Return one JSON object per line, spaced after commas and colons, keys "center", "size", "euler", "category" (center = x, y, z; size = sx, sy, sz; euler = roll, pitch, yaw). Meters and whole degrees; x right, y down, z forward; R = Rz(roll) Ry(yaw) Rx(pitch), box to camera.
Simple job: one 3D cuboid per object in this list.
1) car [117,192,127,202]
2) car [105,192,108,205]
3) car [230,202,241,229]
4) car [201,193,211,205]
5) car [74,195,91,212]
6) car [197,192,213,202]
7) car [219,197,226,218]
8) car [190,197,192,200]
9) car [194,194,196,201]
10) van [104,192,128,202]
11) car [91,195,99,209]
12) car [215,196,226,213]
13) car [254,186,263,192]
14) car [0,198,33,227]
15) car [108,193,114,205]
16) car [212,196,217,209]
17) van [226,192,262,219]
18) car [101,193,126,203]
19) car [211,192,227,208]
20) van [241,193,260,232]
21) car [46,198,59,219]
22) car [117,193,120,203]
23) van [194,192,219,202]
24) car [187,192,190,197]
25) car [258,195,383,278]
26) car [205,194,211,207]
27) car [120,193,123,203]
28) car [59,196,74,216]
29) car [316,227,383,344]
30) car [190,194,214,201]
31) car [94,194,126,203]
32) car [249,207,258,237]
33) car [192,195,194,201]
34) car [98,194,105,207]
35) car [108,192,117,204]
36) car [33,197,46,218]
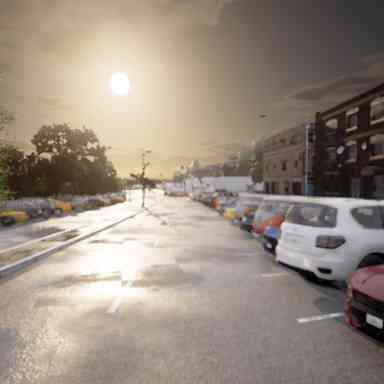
{"center": [-14.784, 1.238, 59.534], "size": [5.366, 1.575, 1.946], "euler": [-1, 0, -24], "category": "car"}
{"center": [-14.069, 1.182, 44.668], "size": [4.553, 1.767, 2.185], "euler": [-1, 0, -22], "category": "car"}
{"center": [4.777, 1.432, 17.279], "size": [4.792, 1.488, 2.163], "euler": [1, 0, -20], "category": "car"}
{"center": [4.264, 1.269, 44.423], "size": [5.008, 1.535, 2.097], "euler": [1, 1, -23], "category": "car"}
{"center": [-13.730, 1.375, 35.781], "size": [4.792, 1.488, 2.163], "euler": [-1, 1, -21], "category": "car"}
{"center": [4.100, 1.002, 47.425], "size": [5.566, 2.045, 2.435], "euler": [1, 1, -23], "category": "car"}
{"center": [4.902, 1.372, 23.362], "size": [5.366, 1.575, 1.946], "euler": [1, 0, -20], "category": "car"}
{"center": [2.693, 1.025, 68.549], "size": [4.553, 1.767, 2.185], "euler": [1, 1, -25], "category": "car"}
{"center": [3.389, 1.235, 59.507], "size": [4.674, 1.452, 2.002], "euler": [1, 0, -24], "category": "car"}
{"center": [-15.605, 0.979, 68.356], "size": [4.442, 1.987, 1.878], "euler": [-1, 0, -25], "category": "van"}
{"center": [-13.767, 1.361, 38.775], "size": [4.792, 1.488, 2.163], "euler": [-1, 0, -22], "category": "car"}
{"center": [4.717, 1.359, 26.305], "size": [5.008, 1.535, 2.097], "euler": [1, 1, -21], "category": "car"}
{"center": [16.900, -0.216, 86.710], "size": [2.002, 1.452, 4.674], "euler": [-7, 4, -30], "category": "car"}
{"center": [-13.292, 1.404, 21.039], "size": [5.366, 1.575, 1.946], "euler": [-1, 0, -20], "category": "car"}
{"center": [-14.354, 1.294, 47.559], "size": [5.366, 1.575, 1.946], "euler": [-1, 1, -23], "category": "car"}
{"center": [4.659, 1.345, 29.324], "size": [4.892, 1.521, 2.231], "euler": [1, 0, -21], "category": "car"}
{"center": [4.638, 1.161, 20.234], "size": [4.442, 1.987, 1.878], "euler": [1, 1, -20], "category": "van"}
{"center": [-15.407, 1.093, 65.368], "size": [4.553, 1.767, 2.185], "euler": [-1, 1, -25], "category": "car"}
{"center": [4.599, 1.203, 32.342], "size": [4.553, 1.767, 2.185], "euler": [1, 0, -21], "category": "car"}
{"center": [4.649, 1.189, 14.209], "size": [4.442, 1.987, 1.878], "euler": [1, 1, -20], "category": "van"}
{"center": [-13.490, 1.258, 26.916], "size": [4.553, 1.767, 2.185], "euler": [-1, 1, -21], "category": "car"}
{"center": [-14.527, 1.310, 53.546], "size": [4.674, 1.452, 2.002], "euler": [-1, 1, -23], "category": "car"}
{"center": [2.823, 0.939, 65.475], "size": [4.442, 1.987, 1.878], "euler": [1, 1, -25], "category": "van"}
{"center": [2.214, 1.131, 71.464], "size": [5.366, 1.575, 1.946], "euler": [1, 0, -26], "category": "car"}
{"center": [4.781, 1.193, 8.253], "size": [5.566, 2.045, 2.435], "euler": [1, 0, -20], "category": "car"}
{"center": [4.470, 1.299, 38.389], "size": [5.008, 1.535, 2.097], "euler": [1, 0, -22], "category": "car"}
{"center": [-14.729, 1.297, 56.500], "size": [4.674, 1.452, 2.002], "euler": [-1, 1, -24], "category": "car"}
{"center": [-13.555, 1.371, 29.872], "size": [5.008, 1.535, 2.097], "euler": [-1, 1, -21], "category": "car"}
{"center": [4.757, 1.458, 5.236], "size": [5.008, 1.535, 2.097], "euler": [1, 1, -20], "category": "car"}
{"center": [2.268, 1.157, 74.524], "size": [4.792, 1.488, 2.163], "euler": [0, 0, -26], "category": "car"}
{"center": [-15.353, 1.232, 62.328], "size": [5.366, 1.575, 1.946], "euler": [-1, 1, -24], "category": "car"}
{"center": [4.757, 1.430, 11.246], "size": [5.008, 1.535, 2.097], "euler": [1, 1, -20], "category": "car"}
{"center": [3.176, 1.181, 62.518], "size": [4.892, 1.521, 2.231], "euler": [1, 1, -25], "category": "car"}
{"center": [-13.900, 1.319, 41.717], "size": [5.008, 1.535, 2.097], "euler": [-1, 1, -22], "category": "car"}
{"center": [-14.321, 1.156, 50.600], "size": [4.553, 1.767, 2.185], "euler": [-1, 1, -23], "category": "car"}
{"center": [-13.479, 1.398, 23.939], "size": [4.892, 1.521, 2.231], "euler": [-1, 1, -20], "category": "car"}
